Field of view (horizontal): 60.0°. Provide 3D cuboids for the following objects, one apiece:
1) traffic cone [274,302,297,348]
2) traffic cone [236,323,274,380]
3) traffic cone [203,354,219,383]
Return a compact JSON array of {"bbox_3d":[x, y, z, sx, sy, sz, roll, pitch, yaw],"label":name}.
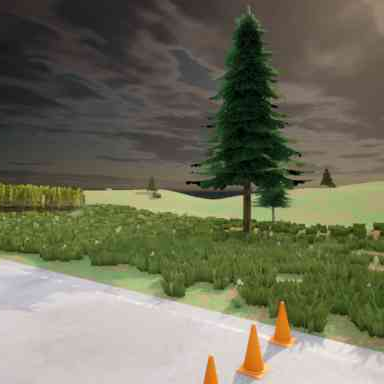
[{"bbox_3d":[1.364,1.955,5.017,0.340,0.580,0.340,0,0,36],"label":"traffic cone"},{"bbox_3d":[0.780,1.955,4.205,0.340,0.580,0.340,0,0,36],"label":"traffic cone"},{"bbox_3d":[0.195,1.955,3.394,0.340,0.580,0.340,0,0,36],"label":"traffic cone"}]
